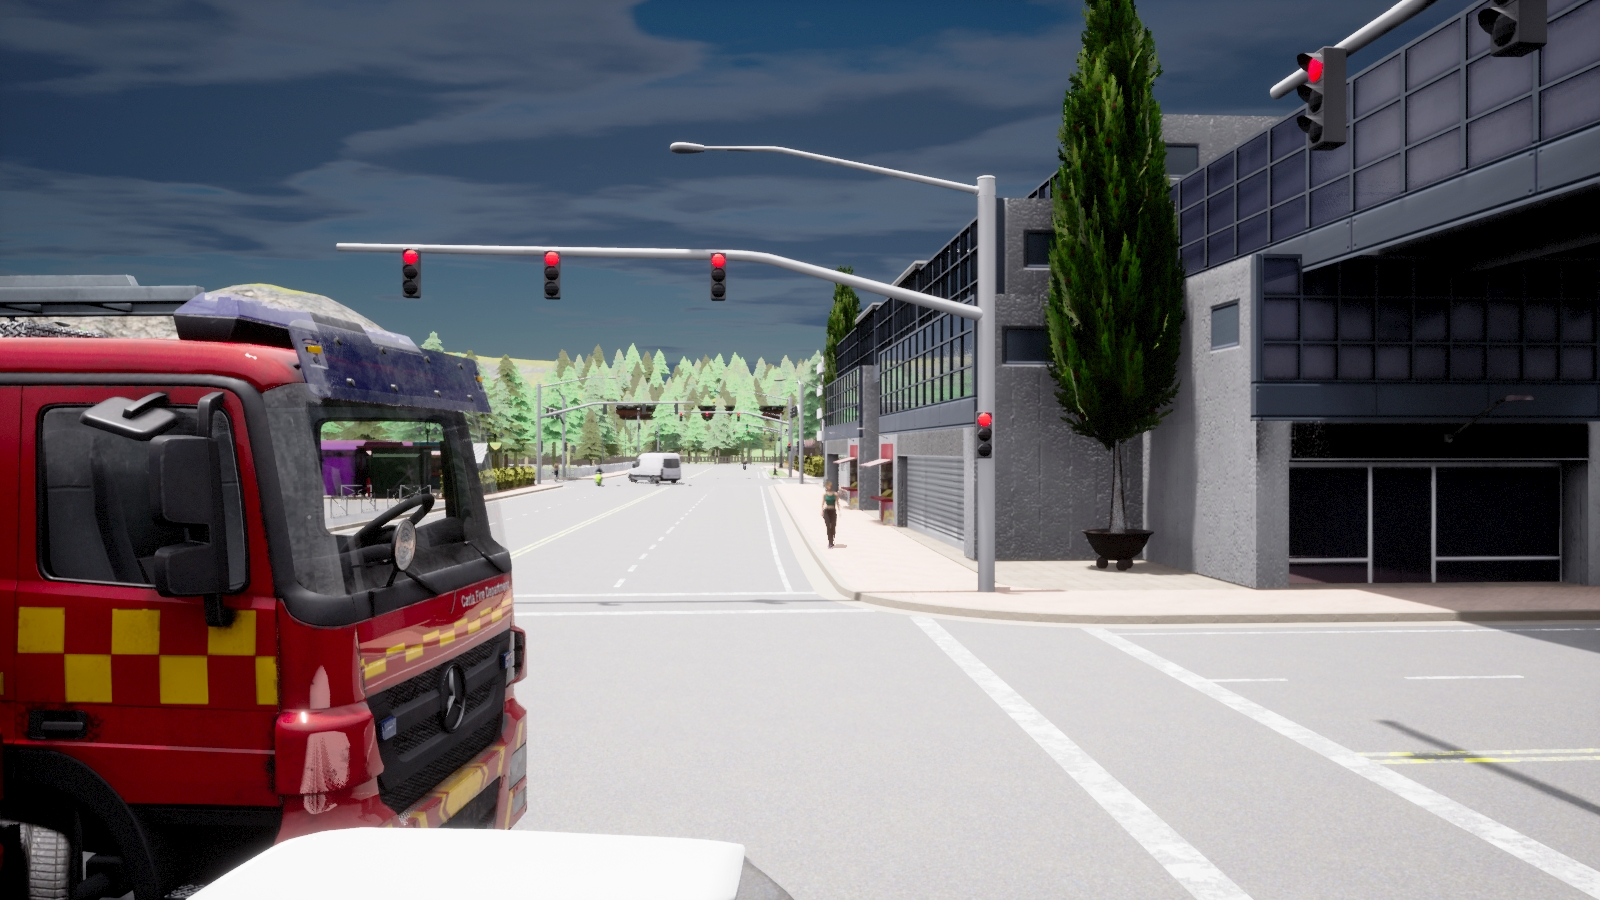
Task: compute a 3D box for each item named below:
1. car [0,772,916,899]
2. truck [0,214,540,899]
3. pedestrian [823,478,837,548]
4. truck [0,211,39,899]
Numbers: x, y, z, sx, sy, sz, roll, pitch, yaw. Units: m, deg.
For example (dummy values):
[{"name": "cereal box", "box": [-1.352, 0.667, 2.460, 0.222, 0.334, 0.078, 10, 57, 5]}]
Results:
[{"name": "car", "box": [-1.549, 2.065, 3.579, 3.806, 1.475, 1.970, 0, 0, 5]}, {"name": "truck", "box": [-6.102, 0.890, 6.659, 8.468, 3.827, 2.891, 0, 0, 4]}, {"name": "pedestrian", "box": [0.807, 1.696, 30.786, 0.375, 1.860, 0.375, 0, 0, 0]}, {"name": "truck", "box": [-7.587, 0.890, 3.490, 8.468, 3.827, 2.891, 0, 0, -3]}]
